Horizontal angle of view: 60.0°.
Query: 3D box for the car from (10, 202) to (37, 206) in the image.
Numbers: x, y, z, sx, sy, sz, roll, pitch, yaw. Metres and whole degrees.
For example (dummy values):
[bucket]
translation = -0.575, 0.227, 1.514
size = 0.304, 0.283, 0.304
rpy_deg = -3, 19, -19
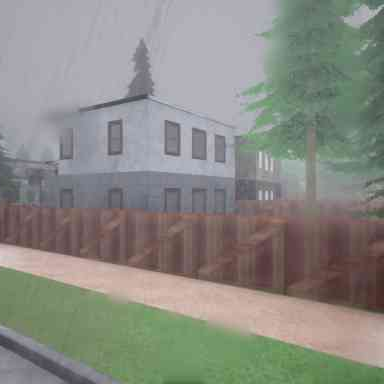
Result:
[car]
translation = -15.332, 1.582, 29.320
size = 1.895, 1.301, 4.718
rpy_deg = 0, 0, 28
